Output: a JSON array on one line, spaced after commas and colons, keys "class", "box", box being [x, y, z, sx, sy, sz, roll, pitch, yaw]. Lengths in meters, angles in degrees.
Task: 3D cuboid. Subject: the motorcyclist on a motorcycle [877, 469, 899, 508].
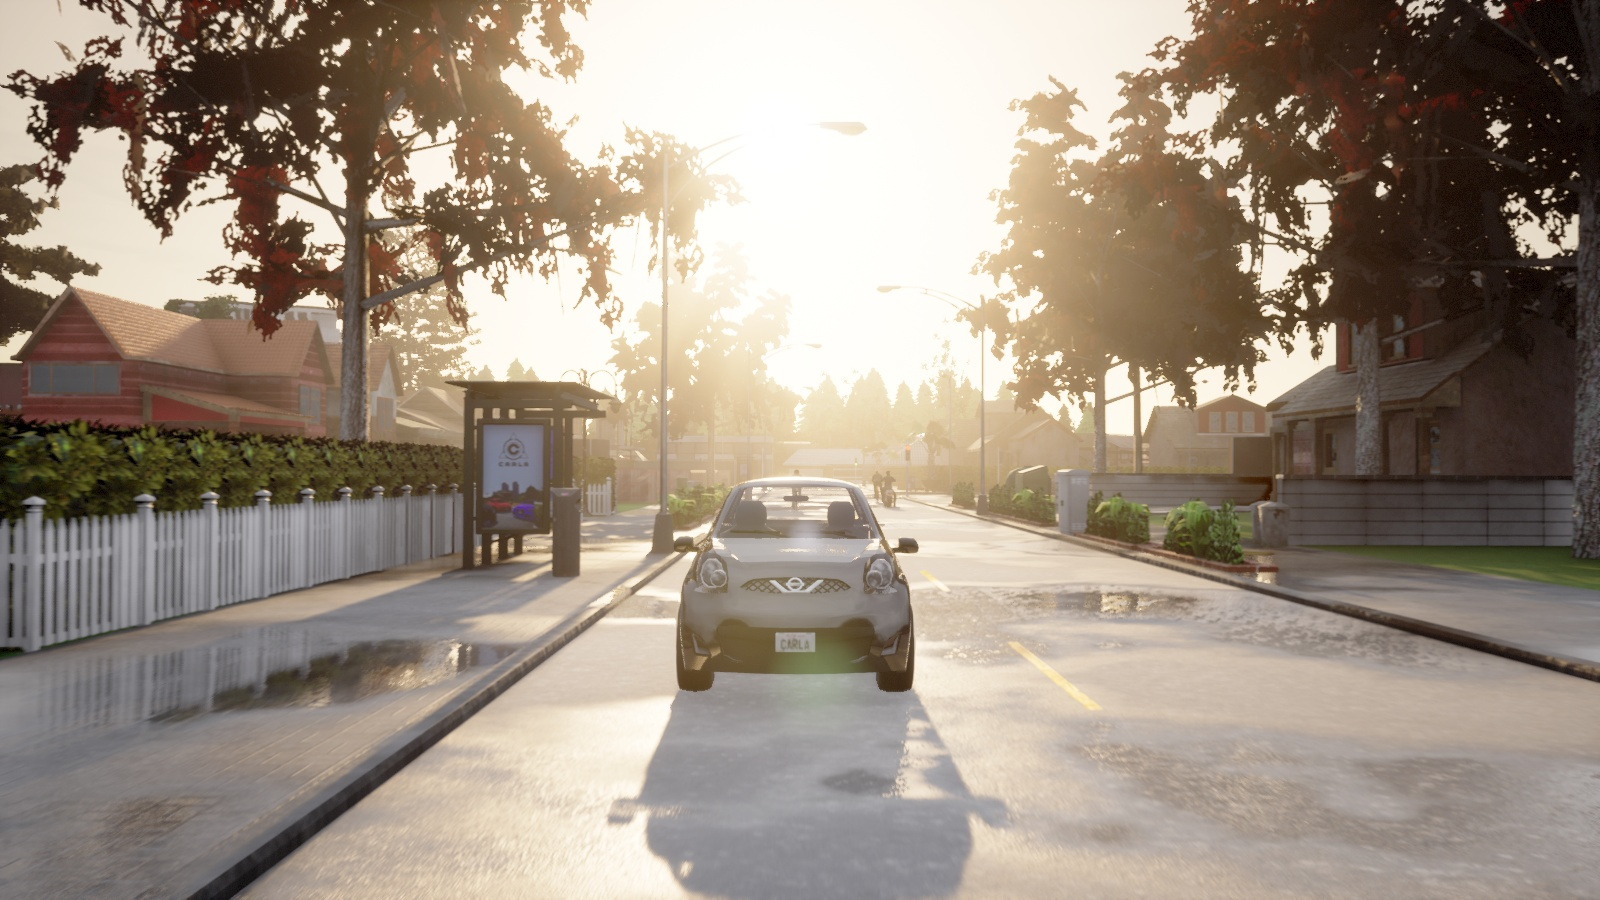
[{"class": "motorcyclist on a motorcycle", "box": [3.866, 1.676, 55.317, 0.766, 1.649, 2.350, 0, -1, 0]}]

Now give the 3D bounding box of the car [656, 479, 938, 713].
[{"class": "car", "box": [-0.024, 0.997, 10.052, 1.845, 1.501, 3.633, 0, -1, 0]}]
